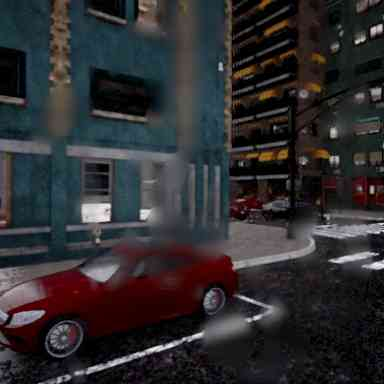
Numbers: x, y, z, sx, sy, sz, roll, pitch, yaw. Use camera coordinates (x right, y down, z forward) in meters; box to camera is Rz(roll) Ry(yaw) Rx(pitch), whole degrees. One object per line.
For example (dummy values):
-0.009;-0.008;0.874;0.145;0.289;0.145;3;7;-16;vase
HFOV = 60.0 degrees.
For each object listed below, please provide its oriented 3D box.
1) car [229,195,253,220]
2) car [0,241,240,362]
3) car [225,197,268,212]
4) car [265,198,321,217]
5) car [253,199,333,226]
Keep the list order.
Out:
1.853;0.998;23.951;2.192;1.841;5.009;1;0;-36;car
-1.007;1.576;5.835;4.206;1.307;1.802;0;1;-36;car
5.381;1.233;33.349;1.802;1.307;4.206;1;0;-36;car
8.652;1.298;28.840;1.947;1.339;4.313;1;0;-36;car
6.633;1.258;21.424;2.128;1.511;4.902;0;1;-32;car
